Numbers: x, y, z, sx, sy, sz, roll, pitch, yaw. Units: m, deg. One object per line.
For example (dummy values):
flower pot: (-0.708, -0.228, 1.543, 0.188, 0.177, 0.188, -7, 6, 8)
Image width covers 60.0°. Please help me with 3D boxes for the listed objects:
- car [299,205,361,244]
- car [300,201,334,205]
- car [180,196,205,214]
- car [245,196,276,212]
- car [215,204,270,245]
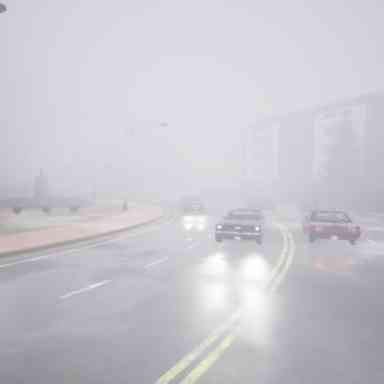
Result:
car: (6.179, 1.490, 15.267, 1.895, 1.301, 4.718, 1, 1, 14)
car: (10.876, 1.391, 28.531, 1.895, 1.301, 4.718, 1, 1, -3)
car: (0.009, 1.104, 30.348, 2.128, 1.511, 4.902, 1, 1, -7)
car: (6.783, 1.160, 33.521, 2.128, 1.511, 4.902, 1, 1, -8)
car: (2.306, 1.440, 14.858, 1.895, 1.301, 4.718, 1, 1, 15)
